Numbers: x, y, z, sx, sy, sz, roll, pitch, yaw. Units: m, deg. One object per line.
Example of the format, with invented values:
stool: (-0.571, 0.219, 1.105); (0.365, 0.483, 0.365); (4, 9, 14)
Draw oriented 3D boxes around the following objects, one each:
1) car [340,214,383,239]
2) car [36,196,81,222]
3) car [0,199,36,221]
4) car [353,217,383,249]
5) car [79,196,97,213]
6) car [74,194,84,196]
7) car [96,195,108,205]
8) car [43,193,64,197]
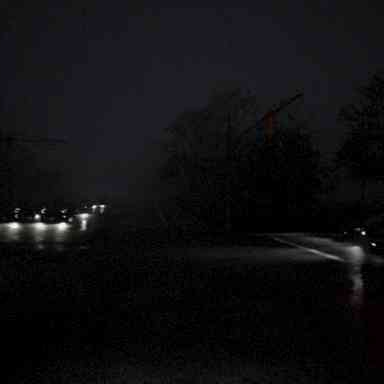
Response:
car: (10.433, 1.927, 18.008); (4.674, 1.442, 1.812); (1, -1, -10)
car: (-11.230, 1.498, 28.278); (2.097, 1.767, 4.553); (1, 0, -8)
car: (-14.721, 1.433, 27.823); (2.097, 1.767, 4.553); (1, 0, -8)
car: (9.840, 1.942, 14.377); (4.718, 1.301, 1.895); (1, -1, -9)
car: (-12.581, 1.595, 38.195); (1.812, 1.442, 4.674); (1, 1, -7)
car: (-17.987, 1.111, 52.679); (1.812, 1.442, 4.674); (1, 2, -7)
car: (-14.486, 1.207, 52.870); (2.033, 1.411, 5.357); (1, 2, -7)
car: (-16.128, 1.214, 38.399); (2.150, 2.045, 5.566); (1, 1, -8)
